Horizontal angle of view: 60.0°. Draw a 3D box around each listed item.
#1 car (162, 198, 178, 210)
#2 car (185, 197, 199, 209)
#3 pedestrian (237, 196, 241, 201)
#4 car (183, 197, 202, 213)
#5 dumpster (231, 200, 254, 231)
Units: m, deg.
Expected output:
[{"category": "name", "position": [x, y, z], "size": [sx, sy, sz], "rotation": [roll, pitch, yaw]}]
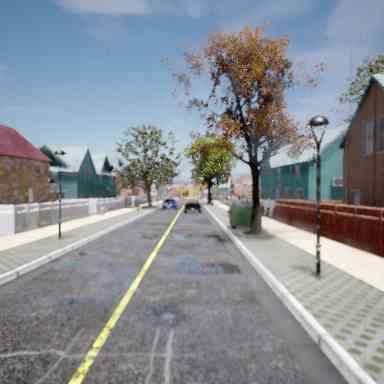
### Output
[{"category": "car", "position": [-2.811, 1.556, 42.595], "size": [1.812, 1.442, 4.674], "rotation": [0, 0, 0]}, {"category": "car", "position": [0.037, 1.532, 48.289], "size": [1.882, 1.535, 5.008], "rotation": [0, 0, 0]}, {"category": "pedestrian", "position": [3.022, 1.125, 21.254], "size": [0.375, 1.860, 0.375], "rotation": [-2, 2, -1]}, {"category": "car", "position": [0.093, 1.518, 37.070], "size": [1.837, 1.490, 4.892], "rotation": [0, 0, 0]}, {"category": "dumpster", "position": [3.046, 1.378, 20.234], "size": [1.020, 1.700, 1.940], "rotation": [2, 2, 0]}]
